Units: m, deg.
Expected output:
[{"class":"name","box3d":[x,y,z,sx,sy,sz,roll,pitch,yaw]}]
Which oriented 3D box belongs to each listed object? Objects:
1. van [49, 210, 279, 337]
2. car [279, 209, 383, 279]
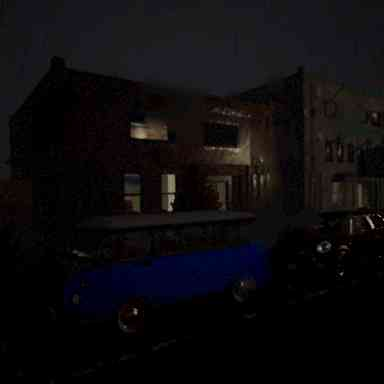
[{"class":"van","box3d":[-0.423,1.291,6.267,3.998,1.788,1.690,-1,0,-36]},{"class":"car","box3d":[4.092,1.302,9.493,4.097,1.590,1.967,-1,0,-36]}]
